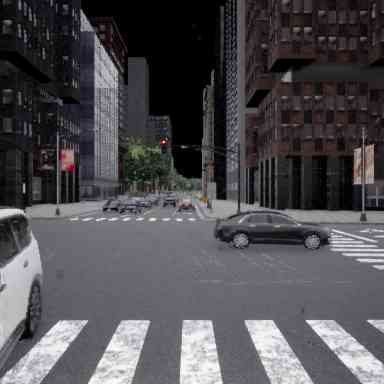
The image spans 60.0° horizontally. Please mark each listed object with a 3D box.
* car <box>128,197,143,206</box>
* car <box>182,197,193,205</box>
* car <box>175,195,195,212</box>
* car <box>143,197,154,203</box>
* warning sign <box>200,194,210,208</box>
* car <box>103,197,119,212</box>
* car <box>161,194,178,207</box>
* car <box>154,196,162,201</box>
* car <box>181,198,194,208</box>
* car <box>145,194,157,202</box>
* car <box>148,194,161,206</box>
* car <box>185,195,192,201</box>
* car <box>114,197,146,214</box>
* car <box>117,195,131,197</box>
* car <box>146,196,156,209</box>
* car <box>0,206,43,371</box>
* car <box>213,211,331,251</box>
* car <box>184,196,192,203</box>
[{"bbox_3d":[-9.246,1.570,55.026,1.752,1.417,4.829,0,0,0],"label":"car"},{"bbox_3d":[-0.758,1.603,60.672,1.887,1.381,4.507,0,0,0],"label":"car"},{"bbox_3d":[-0.615,1.448,38.973,1.967,1.590,4.097,0,0,0],"label":"car"},{"bbox_3d":[-9.355,1.669,71.474,1.802,1.307,4.206,0,0,0],"label":"car"},{"bbox_3d":[1.672,1.132,42.659,1.300,1.860,1.060,0,0,0],"label":"warning sign"},{"bbox_3d":[-9.139,1.574,38.919,1.947,1.339,4.313,0,0,0],"label":"car"},{"bbox_3d":[-3.362,1.541,51.677,1.837,1.490,4.892,0,0,0],"label":"car"},{"bbox_3d":[-9.500,1.696,93.177,1.887,1.381,4.507,0,0,0],"label":"car"},{"bbox_3d":[-0.686,1.615,49.822,1.802,1.307,4.206,0,0,0],"label":"car"},{"bbox_3d":[-9.392,1.417,76.900,2.192,1.841,5.009,0,0,0],"label":"car"},{"bbox_3d":[-6.571,1.551,55.547,1.837,1.490,4.892,0,0,0],"label":"car"},{"bbox_3d":[-0.939,1.574,87.797,1.967,1.590,4.097,0,0,0],"label":"car"},{"bbox_3d":[-6.459,1.548,35.399,2.033,1.411,5.357,0,0,-1],"label":"car"},{"bbox_3d":[-9.176,1.335,44.345,2.192,1.841,5.009,0,0,0],"label":"car"},{"bbox_3d":[-6.523,1.587,45.354,1.994,1.385,4.181,0,0,-1],"label":"car"},{"bbox_3d":[-3.070,1.220,3.406,2.150,2.045,5.566,1,0,-14],"label":"car"},{"bbox_3d":[3.346,1.581,14.163,4.892,1.490,1.837,1,0,0],"label":"car"},{"bbox_3d":[-0.832,1.613,71.692,1.752,1.417,4.829,0,0,0],"label":"car"}]
